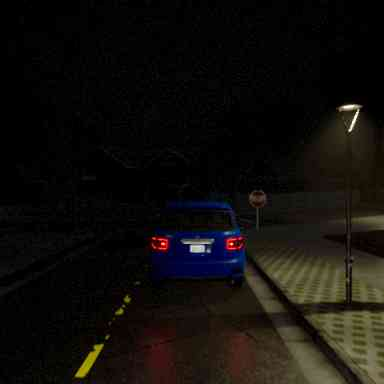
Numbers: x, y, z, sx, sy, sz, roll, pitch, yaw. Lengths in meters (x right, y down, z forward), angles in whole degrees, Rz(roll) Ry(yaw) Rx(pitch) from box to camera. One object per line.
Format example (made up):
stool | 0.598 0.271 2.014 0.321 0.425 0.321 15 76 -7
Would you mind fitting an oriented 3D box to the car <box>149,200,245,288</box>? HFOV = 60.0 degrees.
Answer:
car | 0.117 1.237 9.442 2.150 2.045 5.566 0 0 0
